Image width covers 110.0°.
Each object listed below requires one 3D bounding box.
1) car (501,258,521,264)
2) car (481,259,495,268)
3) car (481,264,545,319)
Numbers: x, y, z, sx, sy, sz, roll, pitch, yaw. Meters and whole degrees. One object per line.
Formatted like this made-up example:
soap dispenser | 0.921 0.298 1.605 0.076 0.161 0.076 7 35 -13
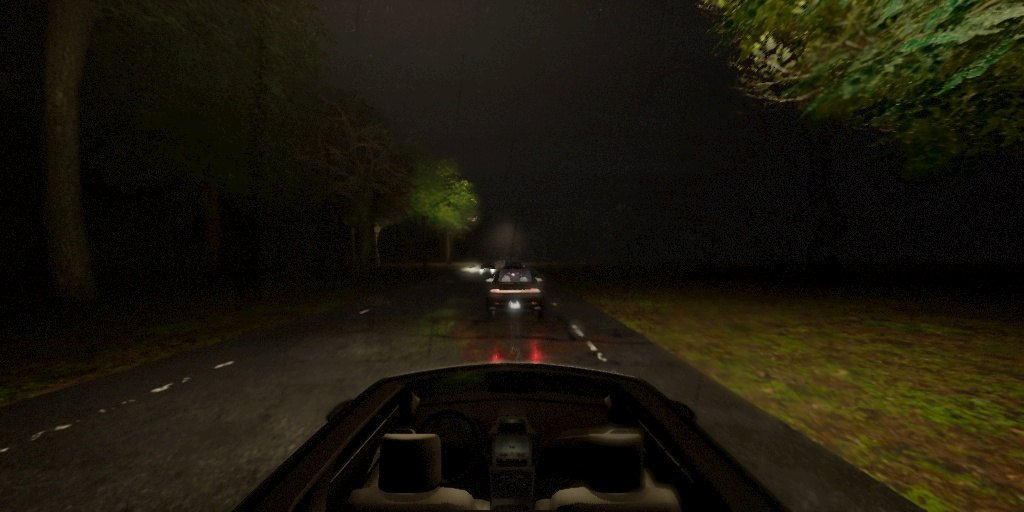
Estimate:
car | 0.098 1.209 30.999 1.837 1.490 4.892 0 0 0
car | -3.565 1.150 53.174 1.882 1.535 5.008 0 0 0
car | 0.100 1.224 12.694 2.128 1.511 4.902 0 0 0
